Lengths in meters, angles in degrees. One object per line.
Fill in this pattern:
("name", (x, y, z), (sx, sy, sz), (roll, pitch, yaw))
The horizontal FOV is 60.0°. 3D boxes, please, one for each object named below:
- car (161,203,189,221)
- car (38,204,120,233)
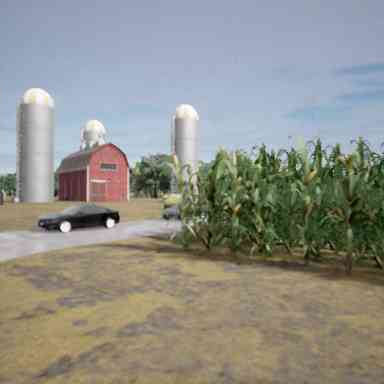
("car", (-0.593, 1.616, 28.336), (1.837, 1.490, 4.892), (1, 0, 36))
("car", (-6.648, 1.490, 20.016), (1.882, 1.535, 5.008), (1, 0, 37))
